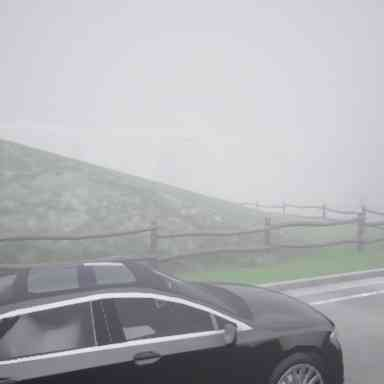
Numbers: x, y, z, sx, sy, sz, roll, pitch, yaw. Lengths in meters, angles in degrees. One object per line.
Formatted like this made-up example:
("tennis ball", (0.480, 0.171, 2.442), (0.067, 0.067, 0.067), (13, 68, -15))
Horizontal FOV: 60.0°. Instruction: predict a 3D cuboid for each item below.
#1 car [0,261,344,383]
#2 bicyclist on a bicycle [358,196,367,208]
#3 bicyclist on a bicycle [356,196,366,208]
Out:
("car", (-0.729, 1.490, 3.290), (4.902, 1.511, 2.128), (0, 0, -24))
("bicyclist on a bicycle", (22.747, 1.301, 43.835), (1.656, 1.620, 0.582), (0, 0, -44))
("bicyclist on a bicycle", (22.437, 1.301, 44.155), (1.656, 1.620, 0.582), (0, 0, -44))
